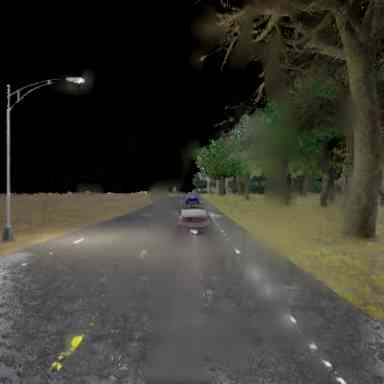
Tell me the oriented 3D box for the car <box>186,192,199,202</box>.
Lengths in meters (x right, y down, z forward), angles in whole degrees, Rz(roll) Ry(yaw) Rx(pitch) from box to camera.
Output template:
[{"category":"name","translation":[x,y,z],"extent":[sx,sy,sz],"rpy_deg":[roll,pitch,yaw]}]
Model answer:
[{"category":"car","translation":[0.100,0.963,59.265],"extent":[2.150,2.045,5.566],"rpy_deg":[0,1,0]}]

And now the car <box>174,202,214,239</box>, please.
[{"category":"car","translation":[0.099,1.531,17.408],"extent":[1.837,1.490,4.892],"rpy_deg":[0,0,0]}]
